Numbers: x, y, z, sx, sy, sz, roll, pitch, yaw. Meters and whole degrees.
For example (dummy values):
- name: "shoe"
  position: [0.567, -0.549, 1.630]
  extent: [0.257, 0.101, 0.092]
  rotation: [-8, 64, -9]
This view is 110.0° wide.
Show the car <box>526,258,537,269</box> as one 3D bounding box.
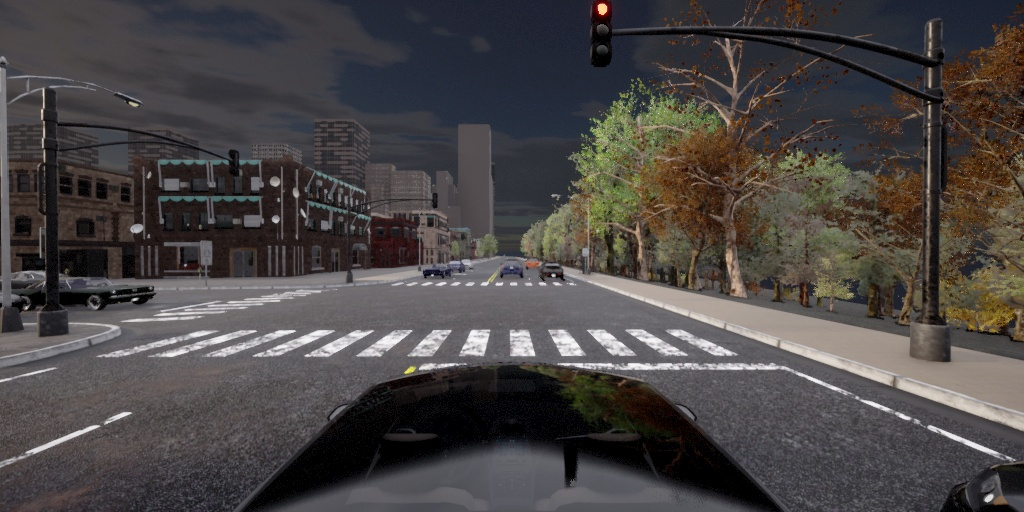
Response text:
- name: "car"
  position: [3.112, 1.082, 55.165]
  extent: [2.097, 1.767, 4.553]
  rotation: [0, 0, 0]

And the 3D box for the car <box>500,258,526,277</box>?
- name: "car"
  position: [-0.047, 1.091, 35.030]
  extent: [2.097, 1.767, 4.553]
  rotation: [0, 0, 0]

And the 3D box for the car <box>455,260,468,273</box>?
- name: "car"
  position: [-6.771, 1.261, 43.075]
  extent: [1.812, 1.442, 4.674]
  rotation: [0, 0, 0]

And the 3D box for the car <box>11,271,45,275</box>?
- name: "car"
  position: [-28.365, 1.560, 21.004]
  extent: [4.403, 1.370, 2.007]
  rotation: [0, 0, 0]

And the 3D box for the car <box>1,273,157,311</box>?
- name: "car"
  position: [-18.148, 1.552, 15.203]
  extent: [4.718, 1.301, 1.895]
  rotation: [-1, 1, 1]

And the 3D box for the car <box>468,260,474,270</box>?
- name: "car"
  position: [-6.805, 1.257, 53.345]
  extent: [1.812, 1.442, 4.674]
  rotation: [0, 0, 0]

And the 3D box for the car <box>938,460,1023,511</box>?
- name: "car"
  position: [3.363, 1.314, 0.200]
  extent: [1.994, 1.385, 4.181]
  rotation: [0, 0, -1]

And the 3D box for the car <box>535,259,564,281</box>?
- name: "car"
  position: [3.224, 1.246, 30.292]
  extent: [1.837, 1.490, 4.892]
  rotation: [0, 0, 0]

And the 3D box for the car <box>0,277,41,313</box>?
- name: "car"
  position: [-19.994, 1.565, 12.529]
  extent: [4.313, 1.339, 1.948]
  rotation: [0, 0, 0]

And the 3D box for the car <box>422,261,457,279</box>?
- name: "car"
  position: [-6.729, 1.341, 32.904]
  extent: [1.895, 1.301, 4.718]
  rotation: [0, 0, 2]
